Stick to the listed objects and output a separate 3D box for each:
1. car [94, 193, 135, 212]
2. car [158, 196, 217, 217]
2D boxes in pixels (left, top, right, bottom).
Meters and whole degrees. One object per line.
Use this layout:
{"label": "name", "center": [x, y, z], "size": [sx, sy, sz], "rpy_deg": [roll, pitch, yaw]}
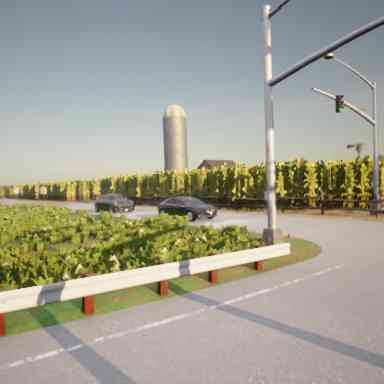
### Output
{"label": "car", "center": [-7.057, 0.959, 30.062], "size": [2.097, 1.767, 4.553], "rpy_deg": [-4, 2, -40]}
{"label": "car", "center": [-0.415, 1.072, 22.249], "size": [1.837, 1.490, 4.892], "rpy_deg": [-4, 2, -40]}
